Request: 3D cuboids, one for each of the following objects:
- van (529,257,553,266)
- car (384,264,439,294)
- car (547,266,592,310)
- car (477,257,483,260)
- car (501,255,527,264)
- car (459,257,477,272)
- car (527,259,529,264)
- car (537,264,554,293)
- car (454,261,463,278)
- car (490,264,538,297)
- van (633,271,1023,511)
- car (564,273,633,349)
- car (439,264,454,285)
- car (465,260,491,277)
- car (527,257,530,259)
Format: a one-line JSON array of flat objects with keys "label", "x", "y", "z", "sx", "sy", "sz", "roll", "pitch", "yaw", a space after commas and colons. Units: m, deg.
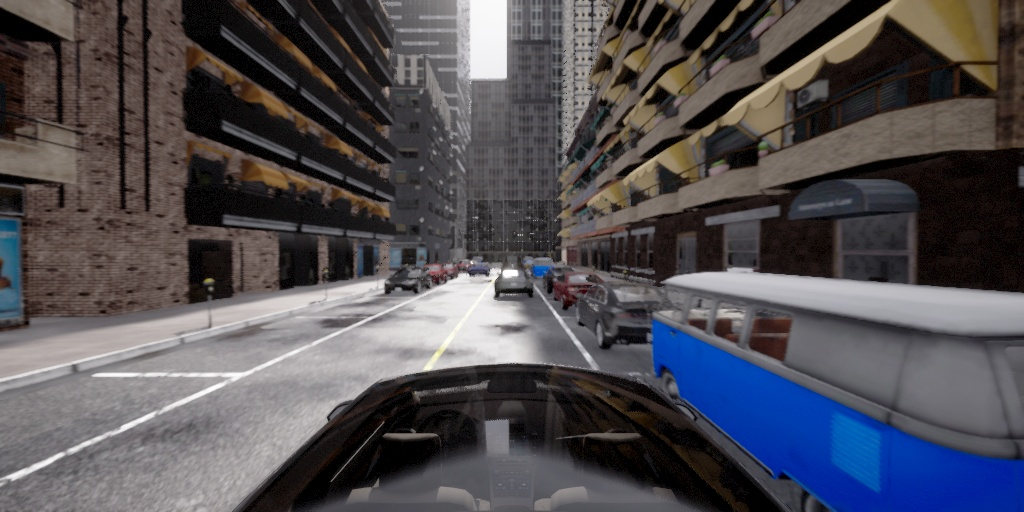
[{"label": "van", "x": 2.681, "y": 1.071, "z": 31.353, "sx": 1.690, "sy": 1.789, "sz": 3.998, "roll": 0, "pitch": 0, "yaw": 0}, {"label": "car", "x": -5.697, "y": 1.302, "z": 20.176, "sx": 1.948, "sy": 1.339, "sz": 4.313, "roll": 0, "pitch": 0, "yaw": 0}, {"label": "car", "x": 2.685, "y": 1.286, "z": 14.547, "sx": 1.888, "sy": 1.381, "sz": 4.507, "roll": 0, "pitch": 0, "yaw": 0}, {"label": "car", "x": -5.706, "y": 1.267, "z": 53.788, "sx": 2.007, "sy": 1.370, "sz": 4.403, "roll": 0, "pitch": 0, "yaw": 0}, {"label": "car", "x": 0.085, "y": 0.950, "z": 35.454, "sx": 2.150, "sy": 2.045, "sz": 5.566, "roll": 0, "pitch": 0, "yaw": 0}, {"label": "car", "x": -5.703, "y": 1.162, "z": 42.584, "sx": 1.967, "sy": 1.591, "sz": 4.097, "roll": 0, "pitch": 0, "yaw": 0}, {"label": "car", "x": 2.680, "y": 1.277, "z": 36.956, "sx": 2.007, "sy": 1.370, "sz": 4.403, "roll": 0, "pitch": 0, "yaw": 0}, {"label": "car", "x": 2.684, "y": 1.303, "z": 20.149, "sx": 1.948, "sy": 1.339, "sz": 4.313, "roll": 0, "pitch": 0, "yaw": 0}, {"label": "car", "x": -5.700, "y": 1.311, "z": 31.380, "sx": 1.802, "sy": 1.307, "sz": 4.207, "roll": 0, "pitch": 0, "yaw": 0}, {"label": "car", "x": 0.089, "y": 1.302, "z": 18.941, "sx": 1.994, "sy": 1.385, "sz": 4.181, "roll": 0, "pitch": 0, "yaw": 0}, {"label": "van", "x": 2.688, "y": 1.090, "z": 3.344, "sx": 1.690, "sy": 1.789, "sz": 3.998, "roll": 0, "pitch": 0, "yaw": 0}, {"label": "car", "x": 2.687, "y": 1.295, "z": 8.945, "sx": 2.007, "sy": 1.370, "sz": 4.403, "roll": 0, "pitch": 0, "yaw": 0}, {"label": "car", "x": -5.699, "y": 1.278, "z": 25.778, "sx": 1.888, "sy": 1.381, "sz": 4.507, "roll": 0, "pitch": 0, "yaw": 0}, {"label": "car", "x": -3.095, "y": 1.328, "z": 34.707, "sx": 1.895, "sy": 1.301, "sz": 4.718, "roll": 0, "pitch": 0, "yaw": 0}, {"label": "car", "x": 2.675, "y": 1.243, "z": 53.931, "sx": 1.751, "sy": 1.417, "sz": 4.829, "roll": 0, "pitch": 0, "yaw": 0}]
